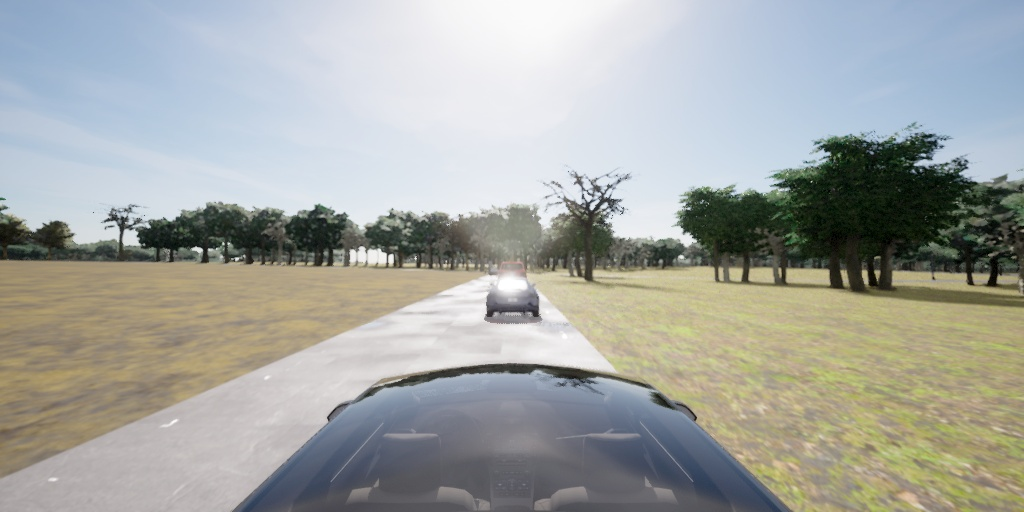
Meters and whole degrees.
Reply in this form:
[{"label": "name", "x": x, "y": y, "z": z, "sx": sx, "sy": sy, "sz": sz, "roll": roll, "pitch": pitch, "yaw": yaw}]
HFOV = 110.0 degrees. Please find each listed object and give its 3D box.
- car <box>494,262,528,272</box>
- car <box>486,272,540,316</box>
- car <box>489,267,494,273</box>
[{"label": "car", "x": 0.027, "y": 1.484, "z": 28.036, "sx": 2.150, "sy": 2.045, "sz": 5.566, "roll": 0, "pitch": -1, "yaw": 1}, {"label": "car", "x": 0.045, "y": 1.522, "z": 14.378, "sx": 1.994, "sy": 1.385, "sz": 4.181, "roll": 0, "pitch": -1, "yaw": 1}, {"label": "car", "x": -2.804, "y": 2.630, "z": 59.986, "sx": 1.882, "sy": 1.535, "sz": 5.008, "roll": 0, "pitch": -2, "yaw": 1}]
